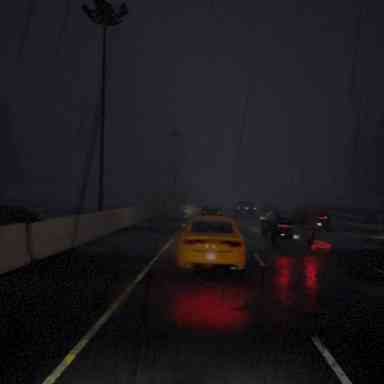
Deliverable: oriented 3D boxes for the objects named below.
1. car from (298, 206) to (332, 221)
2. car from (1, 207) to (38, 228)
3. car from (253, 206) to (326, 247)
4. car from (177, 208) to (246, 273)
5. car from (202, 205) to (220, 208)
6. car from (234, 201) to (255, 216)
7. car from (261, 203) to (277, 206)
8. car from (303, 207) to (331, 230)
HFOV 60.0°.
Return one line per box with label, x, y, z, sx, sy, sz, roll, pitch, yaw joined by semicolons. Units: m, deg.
car;12.562;2.151;34.288;1.895;1.301;4.718;2;-1;3
car;-9.694;1.364;17.175;1.994;1.385;4.181;2;0;4
car;4.462;1.663;16.120;2.128;1.511;4.902;2;0;3
car;0.644;1.513;10.919;1.882;1.535;5.008;2;0;3
car;1.839;1.832;30.850;1.895;1.301;4.718;2;-1;3
car;5.628;1.726;35.447;2.097;1.767;4.553;2;-1;3
car;9.431;2.046;40.418;1.812;1.442;4.674;2;0;3
car;8.440;1.854;23.985;1.837;1.490;4.892;2;0;4
